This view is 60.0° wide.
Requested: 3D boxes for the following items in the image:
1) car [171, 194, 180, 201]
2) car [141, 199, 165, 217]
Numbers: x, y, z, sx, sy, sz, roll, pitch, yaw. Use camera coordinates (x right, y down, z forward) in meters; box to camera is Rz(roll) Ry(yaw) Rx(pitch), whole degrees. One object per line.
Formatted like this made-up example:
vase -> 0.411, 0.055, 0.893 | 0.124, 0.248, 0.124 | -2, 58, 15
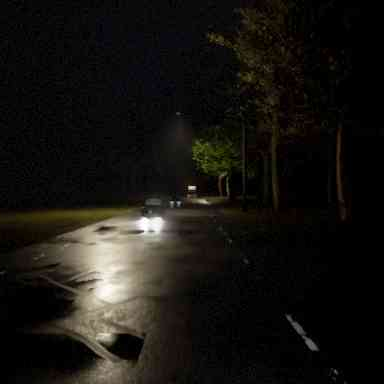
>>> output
car -> -3.493, 1.153, 71.554 | 1.837, 1.490, 4.892 | 0, 0, 0
car -> -3.594, 1.459, 31.290 | 2.128, 1.511, 4.902 | 0, 0, 0
